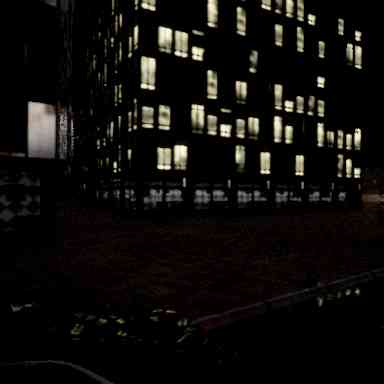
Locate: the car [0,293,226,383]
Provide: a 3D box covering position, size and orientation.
[{"bbox_3d":[-1.974,1.505,1.663,4.892,1.490,1.837,0,0,-36],"label":"car"}]
